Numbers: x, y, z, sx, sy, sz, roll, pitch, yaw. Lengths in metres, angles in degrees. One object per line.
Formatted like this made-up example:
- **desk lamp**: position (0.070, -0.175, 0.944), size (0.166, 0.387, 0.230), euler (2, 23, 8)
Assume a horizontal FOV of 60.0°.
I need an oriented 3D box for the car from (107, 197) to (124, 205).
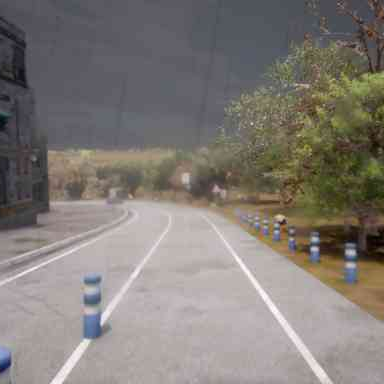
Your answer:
- **car**: position (-13.692, 1.615, 59.421), size (1.994, 1.385, 4.181), euler (-4, 2, -32)
